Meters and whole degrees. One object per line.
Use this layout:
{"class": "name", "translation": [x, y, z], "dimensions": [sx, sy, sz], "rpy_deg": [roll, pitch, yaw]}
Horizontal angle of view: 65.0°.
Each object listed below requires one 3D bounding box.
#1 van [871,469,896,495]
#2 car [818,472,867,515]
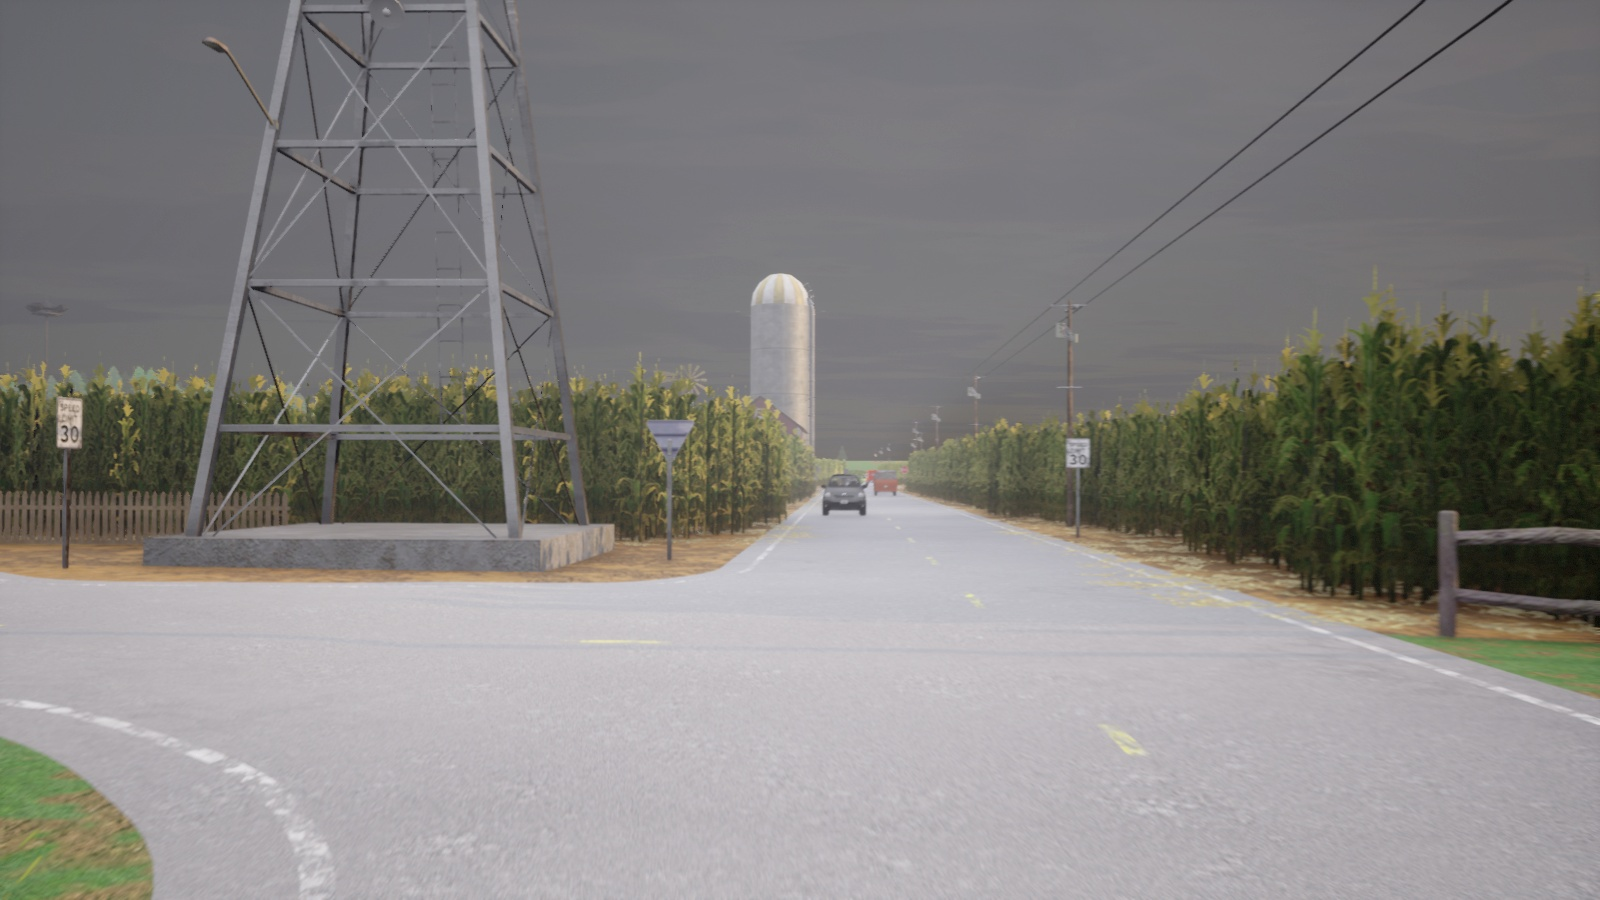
{"class": "van", "translation": [6.454, 2.478, 97.643], "dimensions": [1.775, 1.987, 4.442], "rpy_deg": [0, -1, 2]}
{"class": "car", "translation": [1.683, 1.697, 49.762], "dimensions": [1.851, 1.617, 3.988], "rpy_deg": [0, -1, 2]}
